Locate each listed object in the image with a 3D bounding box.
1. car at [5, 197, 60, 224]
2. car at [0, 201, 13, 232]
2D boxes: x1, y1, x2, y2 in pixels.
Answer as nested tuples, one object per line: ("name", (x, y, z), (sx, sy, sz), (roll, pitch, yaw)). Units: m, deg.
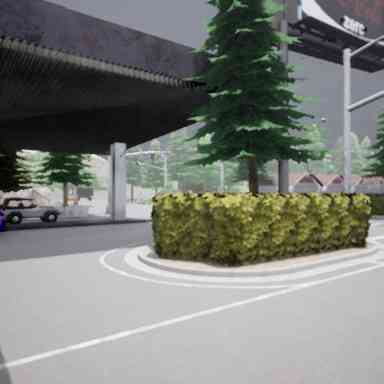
("car", (-11.607, 1.309, 23.732), (3.866, 1.878, 1.905), (0, 0, -36))
("car", (-11.814, 1.480, 16.603), (4.611, 1.667, 2.242), (0, 0, -36))
